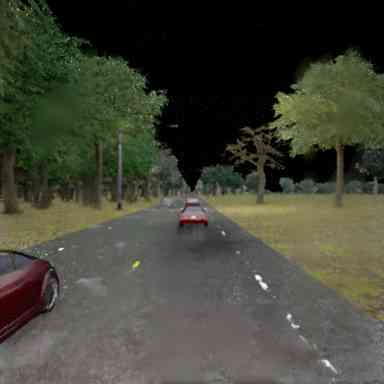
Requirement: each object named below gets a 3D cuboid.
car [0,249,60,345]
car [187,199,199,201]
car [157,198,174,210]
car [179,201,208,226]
[{"bbox_3d":[-3.598,1.578,4.891,1.994,1.385,4.181,0,0,0],"label":"car"},{"bbox_3d":[0.103,1.560,41.639,1.882,1.535,5.008,0,0,0],"label":"car"},{"bbox_3d":[-3.571,1.592,45.668,1.837,1.490,4.892,0,0,0],"label":"car"},{"bbox_3d":[0.108,1.618,23.795,1.994,1.385,4.181,0,0,0],"label":"car"}]
